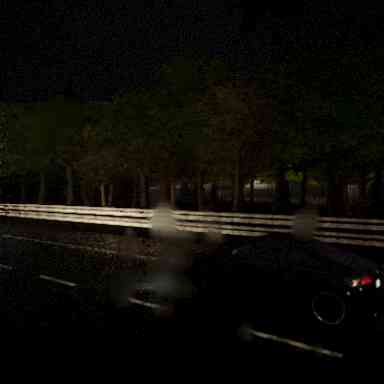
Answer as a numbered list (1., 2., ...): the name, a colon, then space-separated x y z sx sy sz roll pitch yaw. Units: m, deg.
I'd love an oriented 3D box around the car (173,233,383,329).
1. car: 1.625 1.568 7.008 4.181 1.385 1.994 0 0 35
